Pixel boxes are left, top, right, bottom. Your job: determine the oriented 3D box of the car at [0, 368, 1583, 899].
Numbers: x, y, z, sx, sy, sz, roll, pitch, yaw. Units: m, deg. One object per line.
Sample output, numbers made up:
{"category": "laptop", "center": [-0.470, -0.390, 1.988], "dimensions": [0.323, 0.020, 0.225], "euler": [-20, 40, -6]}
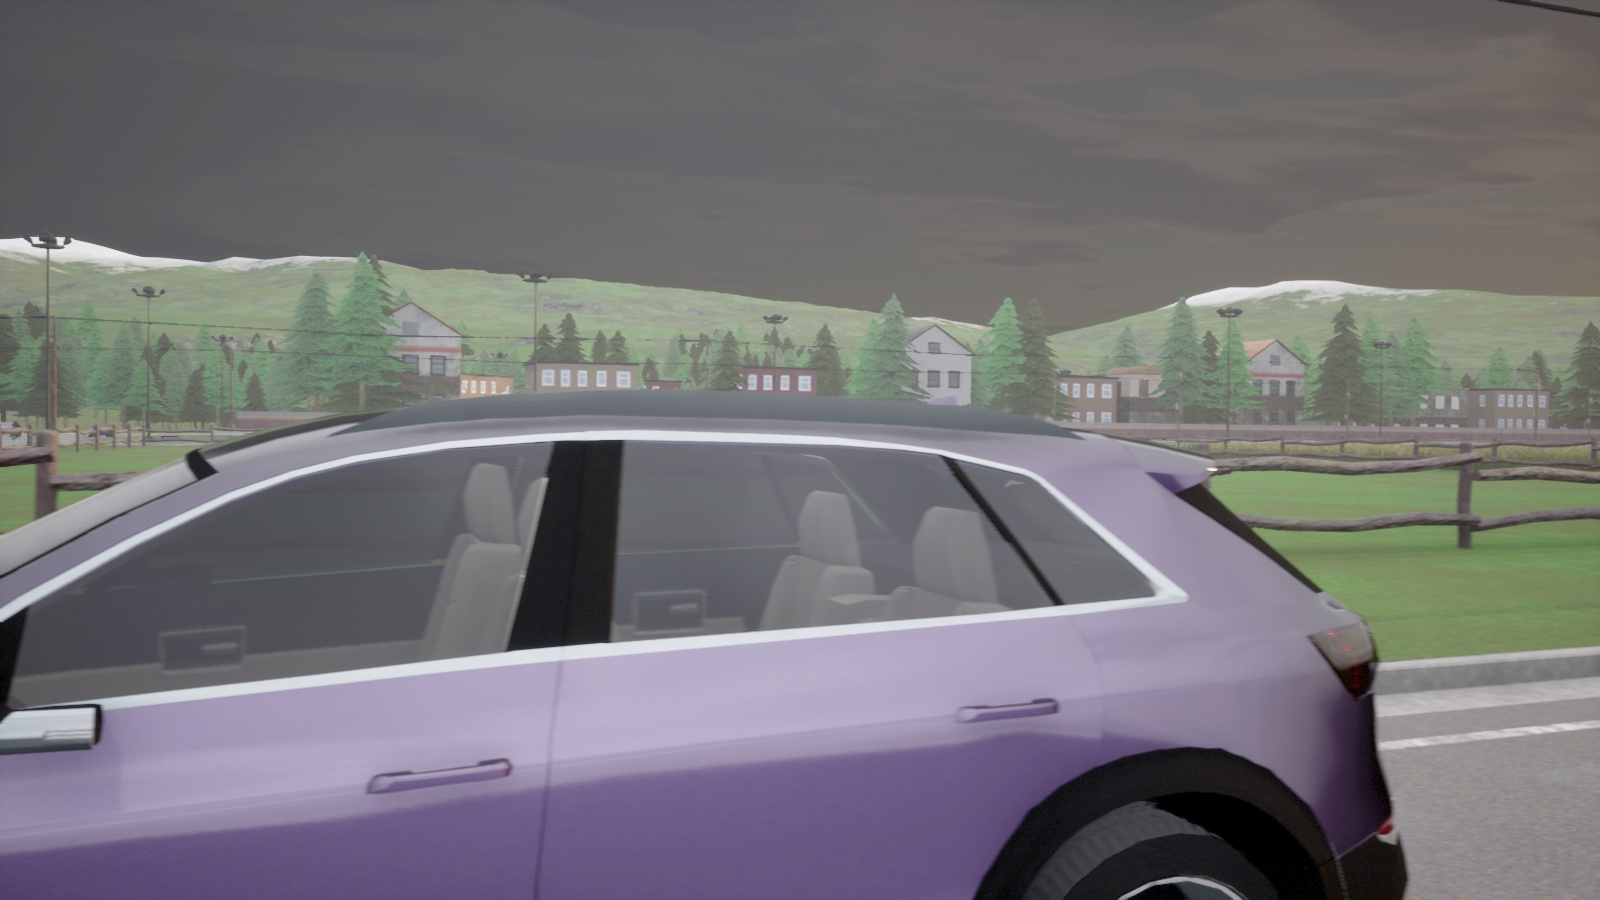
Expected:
{"category": "car", "center": [-0.875, 0.690, 2.906], "dimensions": [4.856, 1.649, 2.033], "euler": [-1, 1, -21]}
